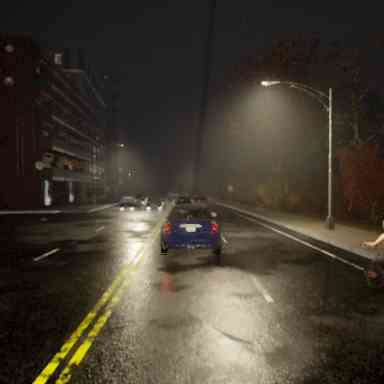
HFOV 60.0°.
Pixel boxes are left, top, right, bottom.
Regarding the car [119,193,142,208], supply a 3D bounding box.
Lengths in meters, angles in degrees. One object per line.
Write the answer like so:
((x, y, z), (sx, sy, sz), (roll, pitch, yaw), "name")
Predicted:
((-8.042, 1.193, 42.405), (2.033, 1.411, 5.357), (0, 0, -4), "car")

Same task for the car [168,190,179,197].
((-3.927, 0.603, 71.624), (2.150, 2.045, 5.566), (0, 1, -6), "car")

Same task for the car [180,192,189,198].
((-1.847, 0.832, 82.049), (1.994, 1.385, 4.181), (0, 1, -7), "car")

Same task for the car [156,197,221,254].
((-0.087, 1.242, 13.093), (2.097, 1.767, 4.553), (0, 0, -1), "car")

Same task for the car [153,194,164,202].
((-6.143, 1.083, 60.585), (1.895, 1.301, 4.718), (0, 1, -5), "car")

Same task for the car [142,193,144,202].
((-9.340, 0.997, 59.747), (1.837, 1.490, 4.892), (0, 1, -5), "car")

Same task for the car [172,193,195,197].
((-0.961, 1.202, 35.799), (1.837, 1.490, 4.892), (0, 0, -3), "car")

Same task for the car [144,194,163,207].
((-4.832, 1.142, 43.049), (1.837, 1.490, 4.892), (0, 0, -4), "car")

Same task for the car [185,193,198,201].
((-0.081, 0.971, 66.263), (2.033, 1.411, 5.357), (0, 1, -6), "car")

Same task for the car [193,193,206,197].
((1.285, 1.049, 51.238), (2.128, 1.511, 4.902), (0, 0, -4), "car")

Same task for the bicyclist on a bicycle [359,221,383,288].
((4.100, 1.375, 7.049), (0.866, 1.612, 1.509), (0, 0, -1), "bicyclist on a bicycle")
